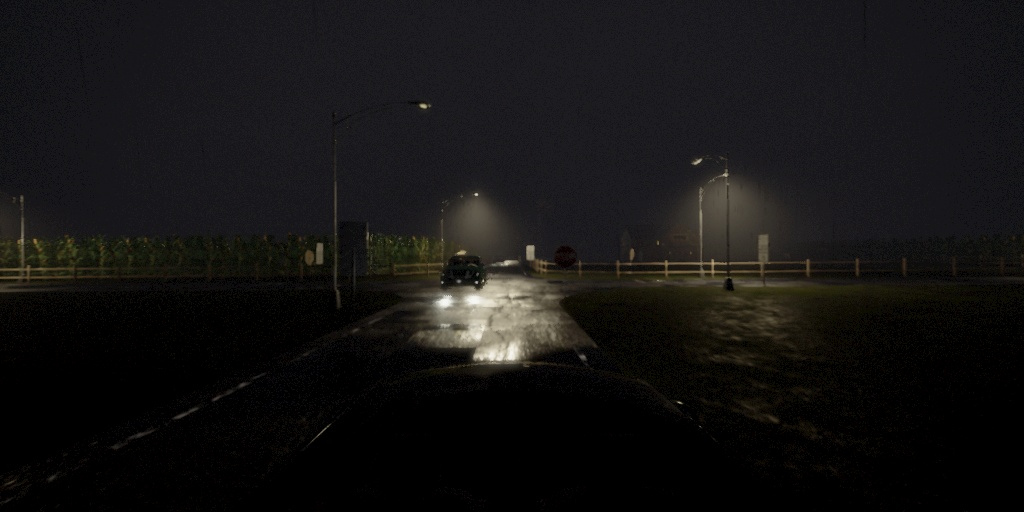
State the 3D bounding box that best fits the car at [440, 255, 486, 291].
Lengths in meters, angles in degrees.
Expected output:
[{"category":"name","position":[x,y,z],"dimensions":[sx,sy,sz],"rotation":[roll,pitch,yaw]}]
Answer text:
[{"category":"car","position":[-2.743,0.935,21.328],"dimensions":[2.150,2.045,5.566],"rotation":[0,0,0]}]
